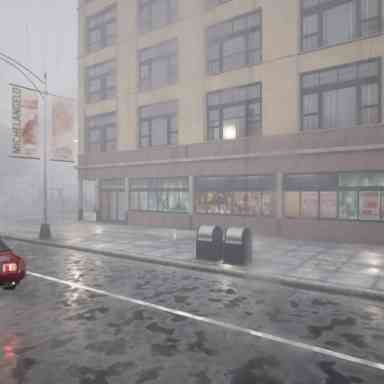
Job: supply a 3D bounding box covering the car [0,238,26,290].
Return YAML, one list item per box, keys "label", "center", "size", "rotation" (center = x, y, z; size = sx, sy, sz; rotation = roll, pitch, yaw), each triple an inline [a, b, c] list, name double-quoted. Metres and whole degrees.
- label: "car"
  center: [-5.720, 1.601, 8.156]
  size: [1.895, 1.301, 4.718]
  rotation: [0, 0, -42]
